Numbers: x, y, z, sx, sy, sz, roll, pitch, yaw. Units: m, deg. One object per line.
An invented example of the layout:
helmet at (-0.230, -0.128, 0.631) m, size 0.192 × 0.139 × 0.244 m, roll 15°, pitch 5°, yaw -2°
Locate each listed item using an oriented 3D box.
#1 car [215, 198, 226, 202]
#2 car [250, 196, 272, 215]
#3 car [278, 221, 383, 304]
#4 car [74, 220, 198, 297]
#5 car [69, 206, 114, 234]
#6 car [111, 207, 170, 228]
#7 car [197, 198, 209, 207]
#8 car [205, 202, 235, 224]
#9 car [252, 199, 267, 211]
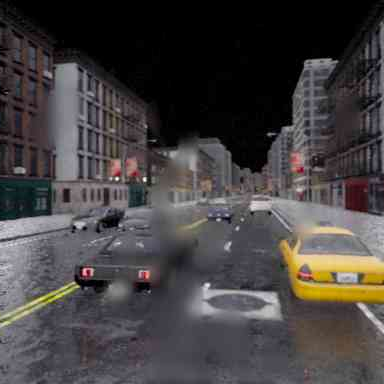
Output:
car at (5.097, 1.866, 58.852) m, size 1.812 × 1.442 × 4.674 m, roll 0°, pitch 0°, yaw 11°
car at (7.561, 1.402, 36.524) m, size 2.150 × 2.045 × 5.566 m, roll 0°, pitch 0°, yaw 12°
car at (3.203, 1.489, 8.336) m, size 1.801 × 1.575 × 5.366 m, roll 0°, pitch 0°, yaw 11°
car at (-1.068, 1.667, 8.827) m, size 1.895 × 1.301 × 4.718 m, roll 0°, pitch 0°, yaw 11°
car at (-5.653, 1.662, 20.440) m, size 2.128 × 1.511 × 4.902 m, roll 0°, pitch 0°, yaw 11°
car at (-2.600, 1.646, 19.098) m, size 1.837 × 1.490 × 4.892 m, roll 0°, pitch 0°, yaw 11°
car at (2.056, 1.895, 60.214) m, size 1.812 × 1.442 × 4.674 m, roll 0°, pitch 0°, yaw 11°
car at (2.406, 1.755, 26.817) m, size 1.895 × 1.301 × 4.718 m, roll 0°, pitch 0°, yaw 11°
car at (9.517, 1.781, 47.045) m, size 2.033 × 1.411 × 5.357 m, roll 0°, pitch 0°, yaw 11°
